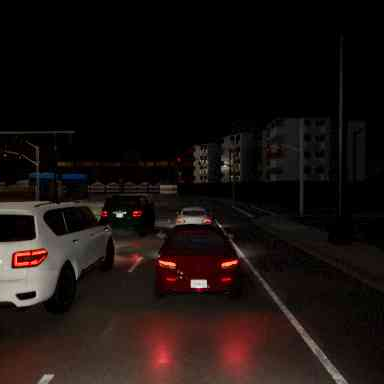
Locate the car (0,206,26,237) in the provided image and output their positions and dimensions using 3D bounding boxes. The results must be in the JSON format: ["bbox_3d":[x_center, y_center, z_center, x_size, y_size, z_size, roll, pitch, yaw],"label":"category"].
[{"bbox_3d":[-10.507,1.509,16.333,2.033,1.411,5.357,0,0,1],"label":"car"}]

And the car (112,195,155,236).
[{"bbox_3d":[-3.355,1.179,18.139,2.150,2.045,5.566,0,0,0],"label":"car"}]

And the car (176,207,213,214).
[{"bbox_3d":[0.112,1.490,17.510,1.812,1.442,4.674,0,0,1],"label":"car"}]

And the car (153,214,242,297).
[{"bbox_3d":[0.118,1.521,8.423,1.812,1.442,4.674,0,0,0],"label":"car"}]

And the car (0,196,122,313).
[{"bbox_3d":[-3.385,1.218,7.780,2.150,2.045,5.566,0,0,0],"label":"car"}]
